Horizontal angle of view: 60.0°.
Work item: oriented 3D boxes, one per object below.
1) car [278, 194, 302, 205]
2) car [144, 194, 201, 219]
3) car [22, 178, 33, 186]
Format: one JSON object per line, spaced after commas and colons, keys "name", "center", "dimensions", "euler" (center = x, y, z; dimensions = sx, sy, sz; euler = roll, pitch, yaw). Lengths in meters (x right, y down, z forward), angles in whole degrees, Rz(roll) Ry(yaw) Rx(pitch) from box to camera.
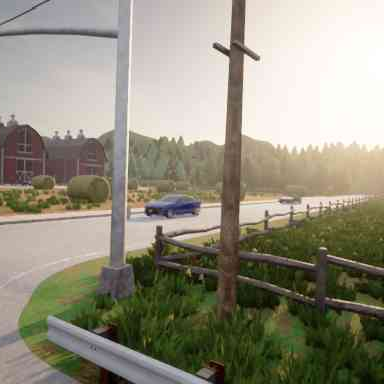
{"name": "car", "center": [13.436, 0.959, 45.248], "dimensions": [2.033, 1.411, 5.357], "euler": [3, 2, 34]}
{"name": "car", "center": [-1.221, 0.931, 23.090], "dimensions": [1.882, 1.535, 5.008], "euler": [3, 2, 33]}
{"name": "car", "center": [-39.005, -2.371, 79.383], "dimensions": [1.905, 1.878, 3.866], "euler": [8, 2, -13]}
